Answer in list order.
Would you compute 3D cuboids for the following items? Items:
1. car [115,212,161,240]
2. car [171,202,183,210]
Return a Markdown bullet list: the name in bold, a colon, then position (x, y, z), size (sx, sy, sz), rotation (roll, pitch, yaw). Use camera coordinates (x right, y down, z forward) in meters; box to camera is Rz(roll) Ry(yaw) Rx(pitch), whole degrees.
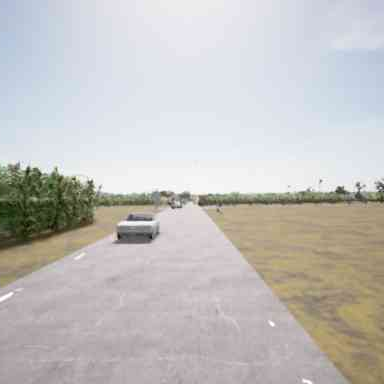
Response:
- **car**: position (-2.849, 1.795, 18.322), size (1.895, 1.301, 4.718), rotation (0, -1, 0)
- **car**: position (-2.743, 2.580, 61.285), size (1.994, 1.385, 4.181), rotation (0, -1, 0)
